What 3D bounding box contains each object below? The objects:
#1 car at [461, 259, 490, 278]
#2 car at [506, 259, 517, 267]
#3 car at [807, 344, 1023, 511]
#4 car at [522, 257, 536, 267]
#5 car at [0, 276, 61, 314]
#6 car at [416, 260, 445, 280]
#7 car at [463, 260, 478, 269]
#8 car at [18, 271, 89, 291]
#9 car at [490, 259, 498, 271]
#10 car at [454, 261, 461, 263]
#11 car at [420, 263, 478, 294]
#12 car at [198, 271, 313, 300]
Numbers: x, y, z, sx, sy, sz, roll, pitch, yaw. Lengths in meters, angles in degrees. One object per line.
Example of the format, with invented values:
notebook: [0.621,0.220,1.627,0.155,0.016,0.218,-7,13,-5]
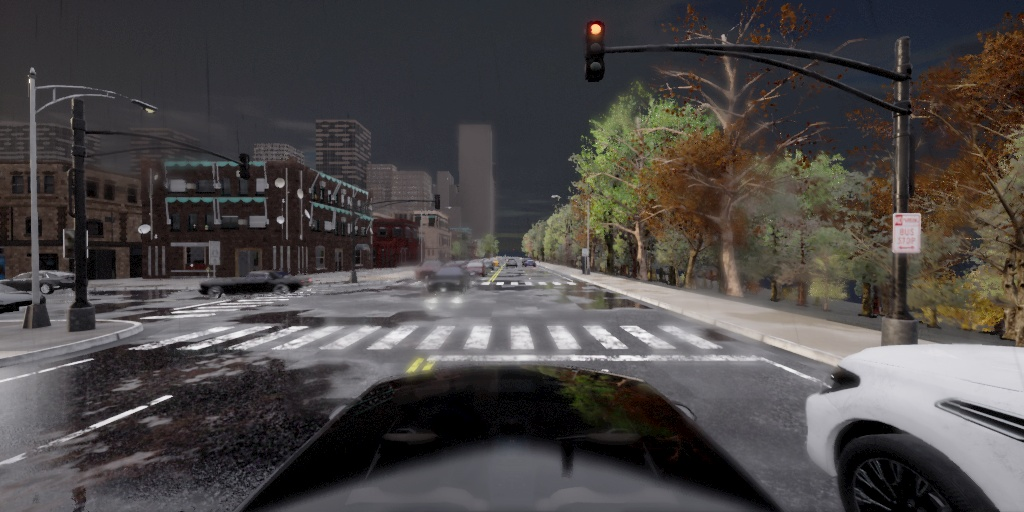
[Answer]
car: [-3.412,1.266,33.966,1.812,1.442,4.674,0,0,0]
car: [-0.030,1.290,64.091,1.994,1.385,4.181,0,0,0]
car: [3.356,0.972,0.357,2.150,2.045,5.566,0,0,0]
car: [3.227,1.252,64.060,1.812,1.442,4.674,0,0,0]
car: [-19.969,1.565,13.115,4.313,1.339,1.948,0,0,0]
car: [-6.654,1.094,30.441,2.097,1.767,4.553,0,0,0]
car: [-6.685,1.330,58.417,1.895,1.301,4.718,0,0,0]
car: [-28.318,1.560,21.612,4.403,1.370,2.007,0,0,0]
car: [-3.435,1.226,49.540,2.128,1.511,4.902,0,0,0]
car: [-6.679,1.336,45.408,1.895,1.301,4.718,0,0,0]
car: [-3.381,1.293,20.334,2.033,1.411,5.357,0,0,0]
car: [-13.292,1.454,18.801,4.718,1.301,1.895,-1,1,-13]
